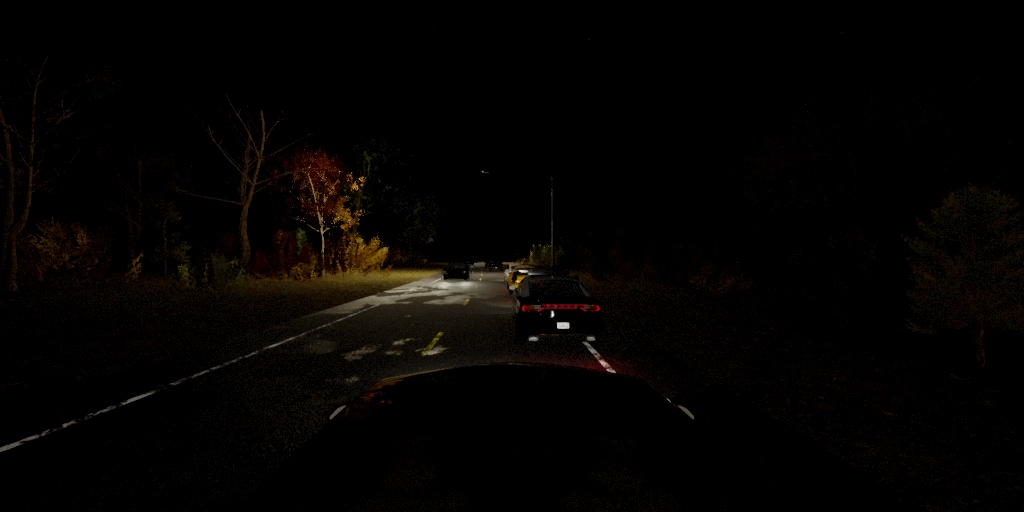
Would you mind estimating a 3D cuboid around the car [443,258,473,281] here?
[{"bbox_3d":[-4.510,1.217,29.679,1.882,1.535,5.008,0,0,-4],"label":"car"}]

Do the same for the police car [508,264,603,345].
[{"bbox_3d":[0.964,1.174,9.681,1.930,1.638,5.238,0,0,-1],"label":"police car"}]

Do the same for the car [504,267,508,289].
[{"bbox_3d":[0.667,1.200,19.813,1.801,1.575,5.366,0,0,-2],"label":"car"}]

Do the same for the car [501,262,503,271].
[{"bbox_3d":[0.401,1.264,25.651,1.812,1.442,4.674,0,0,-3],"label":"car"}]

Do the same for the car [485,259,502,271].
[{"bbox_3d":[-2.225,1.233,47.638,1.837,1.490,4.892,0,0,-5],"label":"car"}]
